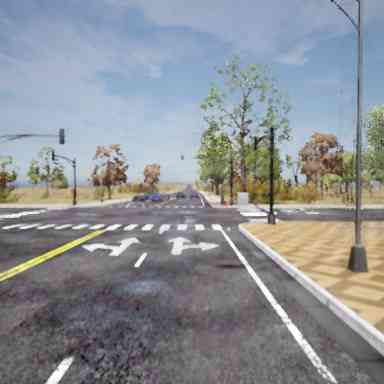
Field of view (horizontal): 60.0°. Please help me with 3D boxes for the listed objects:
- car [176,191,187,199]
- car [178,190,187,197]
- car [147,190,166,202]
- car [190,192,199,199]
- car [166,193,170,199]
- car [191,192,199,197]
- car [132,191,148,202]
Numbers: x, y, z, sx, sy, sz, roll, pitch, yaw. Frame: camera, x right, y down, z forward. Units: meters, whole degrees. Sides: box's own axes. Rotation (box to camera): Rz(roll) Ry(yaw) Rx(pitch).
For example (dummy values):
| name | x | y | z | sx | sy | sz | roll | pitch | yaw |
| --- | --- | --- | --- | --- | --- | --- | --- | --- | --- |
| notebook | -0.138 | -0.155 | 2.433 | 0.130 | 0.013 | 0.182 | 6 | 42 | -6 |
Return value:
| name | x | y | z | sx | sy | sz | roll | pitch | yaw |
| --- | --- | --- | --- | --- | --- | --- | --- | --- | --- |
| car | -2.659 | 0.679 | 78.916 | 2.097 | 1.767 | 4.553 | 0 | 1 | 1 |
| car | -2.486 | 0.485 | 88.948 | 2.097 | 1.767 | 4.553 | 0 | 1 | 1 |
| car | -6.270 | 0.981 | 59.792 | 1.882 | 1.535 | 5.008 | 0 | 1 | 1 |
| car | 0.590 | 0.680 | 78.826 | 2.097 | 1.767 | 4.553 | 0 | 1 | 1 |
| car | -5.977 | 0.918 | 74.974 | 1.994 | 1.385 | 4.181 | 0 | 1 | 1 |
| car | 0.764 | 0.683 | 88.924 | 1.994 | 1.385 | 4.181 | 0 | 1 | 1 |
| car | -9.520 | 1.066 | 59.839 | 1.994 | 1.385 | 4.181 | 0 | 1 | 2 |
